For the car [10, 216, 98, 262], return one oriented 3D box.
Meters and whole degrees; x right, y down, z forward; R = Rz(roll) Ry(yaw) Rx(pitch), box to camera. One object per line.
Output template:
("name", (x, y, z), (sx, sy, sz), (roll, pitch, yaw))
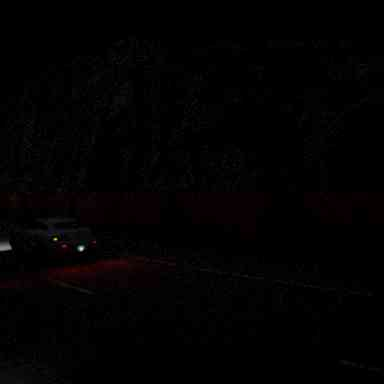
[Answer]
("car", (-5.317, 1.652, 12.662), (4.674, 1.442, 1.812), (-1, 0, 45))
